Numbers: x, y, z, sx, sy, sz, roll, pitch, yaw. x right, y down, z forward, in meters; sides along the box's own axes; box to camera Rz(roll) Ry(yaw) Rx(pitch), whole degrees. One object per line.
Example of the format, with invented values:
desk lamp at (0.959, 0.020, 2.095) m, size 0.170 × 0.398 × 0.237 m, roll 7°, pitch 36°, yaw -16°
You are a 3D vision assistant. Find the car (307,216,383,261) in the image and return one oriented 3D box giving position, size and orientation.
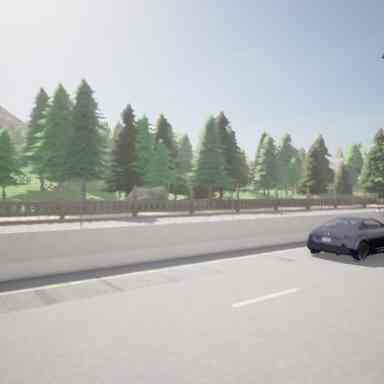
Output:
car at (6.247, 1.611, 12.537) m, size 4.181 × 1.385 × 1.994 m, roll 0°, pitch 0°, yaw -35°

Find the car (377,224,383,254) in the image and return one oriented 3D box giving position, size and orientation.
car at (7.057, 1.604, 8.823) m, size 4.181 × 1.385 × 1.994 m, roll 1°, pitch 0°, yaw -35°
